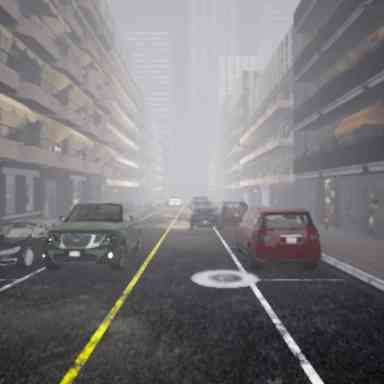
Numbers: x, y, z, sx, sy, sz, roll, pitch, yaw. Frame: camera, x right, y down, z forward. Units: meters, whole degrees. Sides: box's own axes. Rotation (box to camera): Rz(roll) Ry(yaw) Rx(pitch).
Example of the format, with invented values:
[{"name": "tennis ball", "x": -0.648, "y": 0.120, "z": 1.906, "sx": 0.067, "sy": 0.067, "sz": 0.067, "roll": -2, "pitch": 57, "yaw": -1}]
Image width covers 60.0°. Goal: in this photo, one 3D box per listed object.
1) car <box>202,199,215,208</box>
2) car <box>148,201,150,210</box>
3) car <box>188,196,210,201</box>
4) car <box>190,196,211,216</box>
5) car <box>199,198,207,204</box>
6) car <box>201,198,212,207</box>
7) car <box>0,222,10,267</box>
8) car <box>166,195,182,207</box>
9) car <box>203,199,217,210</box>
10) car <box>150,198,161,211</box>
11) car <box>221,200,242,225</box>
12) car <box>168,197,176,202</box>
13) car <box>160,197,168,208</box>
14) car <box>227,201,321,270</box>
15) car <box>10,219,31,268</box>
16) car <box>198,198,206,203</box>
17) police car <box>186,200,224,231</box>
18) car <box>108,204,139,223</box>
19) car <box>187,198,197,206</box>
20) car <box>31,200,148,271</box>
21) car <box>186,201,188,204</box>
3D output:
[{"name": "car", "x": 2.674, "y": 1.974, "z": 56.136, "sx": 1.947, "sy": 1.339, "sz": 4.313, "roll": -1, "pitch": 0, "yaw": 0}, {"name": "car", "x": -5.704, "y": 1.827, "z": 33.756, "sx": 1.802, "sy": 1.307, "sz": 4.206, "roll": -1, "pitch": 0, "yaw": 0}, {"name": "car", "x": 0.896, "y": 1.584, "z": 32.127, "sx": 2.097, "sy": 1.767, "sz": 4.553, "roll": 0, "pitch": 0, "yaw": 0}, {"name": "car", "x": 0.897, "y": 1.502, "z": 38.188, "sx": 2.150, "sy": 2.045, "sz": 5.566, "roll": 0, "pitch": 0, "yaw": 0}, {"name": "car", "x": 2.671, "y": 2.180, "z": 84.145, "sx": 1.947, "sy": 1.339, "sz": 4.313, "roll": -1, "pitch": 0, "yaw": 0}, {"name": "car", "x": 2.672, "y": 1.889, "z": 61.739, "sx": 1.967, "sy": 1.590, "sz": 4.097, "roll": -1, "pitch": 0, "yaw": 0}, {"name": "car", "x": -5.694, "y": 1.357, "z": 5.748, "sx": 2.192, "sy": 1.841, "sz": 5.009, "roll": -1, "pitch": 0, "yaw": 0}, {"name": "car", "x": -3.008, "y": 1.649, "z": 60.567, "sx": 2.150, "sy": 2.045, "sz": 5.566, "roll": 0, "pitch": -1, "yaw": 0}, {"name": "car", "x": 2.674, "y": 1.894, "z": 50.704, "sx": 1.752, "sy": 1.417, "sz": 4.829, "roll": -1, "pitch": 0, "yaw": 0}, {"name": "car", "x": -5.705, "y": 1.877, "z": 44.961, "sx": 2.008, "sy": 1.369, "sz": 4.403, "roll": -1, "pitch": 0, "yaw": 0}, {"name": "car", "x": 2.675, "y": 1.479, "z": 22.527, "sx": 2.192, "sy": 1.841, "sz": 5.009, "roll": -1, "pitch": 0, "yaw": 0}, {"name": "car", "x": -5.710, "y": 2.248, "z": 95.377, "sx": 2.008, "sy": 1.369, "sz": 4.403, "roll": -1, "pitch": 0, "yaw": 0}, {"name": "car", "x": -5.706, "y": 1.959, "z": 56.164, "sx": 2.008, "sy": 1.369, "sz": 4.403, "roll": -1, "pitch": 0, "yaw": 0}, {"name": "car", "x": 2.675, "y": 1.398, "z": 11.323, "sx": 2.192, "sy": 1.841, "sz": 5.009, "roll": -1, "pitch": 0, "yaw": 0}, {"name": "car", "x": -5.709, "y": 1.633, "z": 11.349, "sx": 2.008, "sy": 1.369, "sz": 4.403, "roll": -1, "pitch": 0, "yaw": 0}, {"name": "car", "x": 2.670, "y": 2.206, "z": 89.748, "sx": 2.008, "sy": 1.369, "sz": 4.403, "roll": -1, "pitch": 0, "yaw": 0}, {"name": "police car", "x": 0.795, "y": 1.588, "z": 22.272, "sx": 1.930, "sy": 1.638, "sz": 5.238, "roll": 0, "pitch": 0, "yaw": 0}, {"name": "car", "x": -5.703, "y": 1.786, "z": 28.154, "sx": 1.802, "sy": 1.307, "sz": 4.206, "roll": -1, "pitch": 0, "yaw": 0}, {"name": "car", "x": -0.007, "y": 2.014, "z": 68.482, "sx": 1.812, "sy": 1.442, "sz": 4.674, "roll": 0, "pitch": 0, "yaw": 0}, {"name": "car", "x": -3.100, "y": 1.306, "z": 11.558, "sx": 2.150, "sy": 2.045, "sz": 5.566, "roll": 0, "pitch": 0, "yaw": 0}, {"name": "car", "x": -0.006, "y": 2.018, "z": 57.445, "sx": 1.895, "sy": 1.301, "sz": 4.718, "roll": 0, "pitch": 0, "yaw": 0}]
